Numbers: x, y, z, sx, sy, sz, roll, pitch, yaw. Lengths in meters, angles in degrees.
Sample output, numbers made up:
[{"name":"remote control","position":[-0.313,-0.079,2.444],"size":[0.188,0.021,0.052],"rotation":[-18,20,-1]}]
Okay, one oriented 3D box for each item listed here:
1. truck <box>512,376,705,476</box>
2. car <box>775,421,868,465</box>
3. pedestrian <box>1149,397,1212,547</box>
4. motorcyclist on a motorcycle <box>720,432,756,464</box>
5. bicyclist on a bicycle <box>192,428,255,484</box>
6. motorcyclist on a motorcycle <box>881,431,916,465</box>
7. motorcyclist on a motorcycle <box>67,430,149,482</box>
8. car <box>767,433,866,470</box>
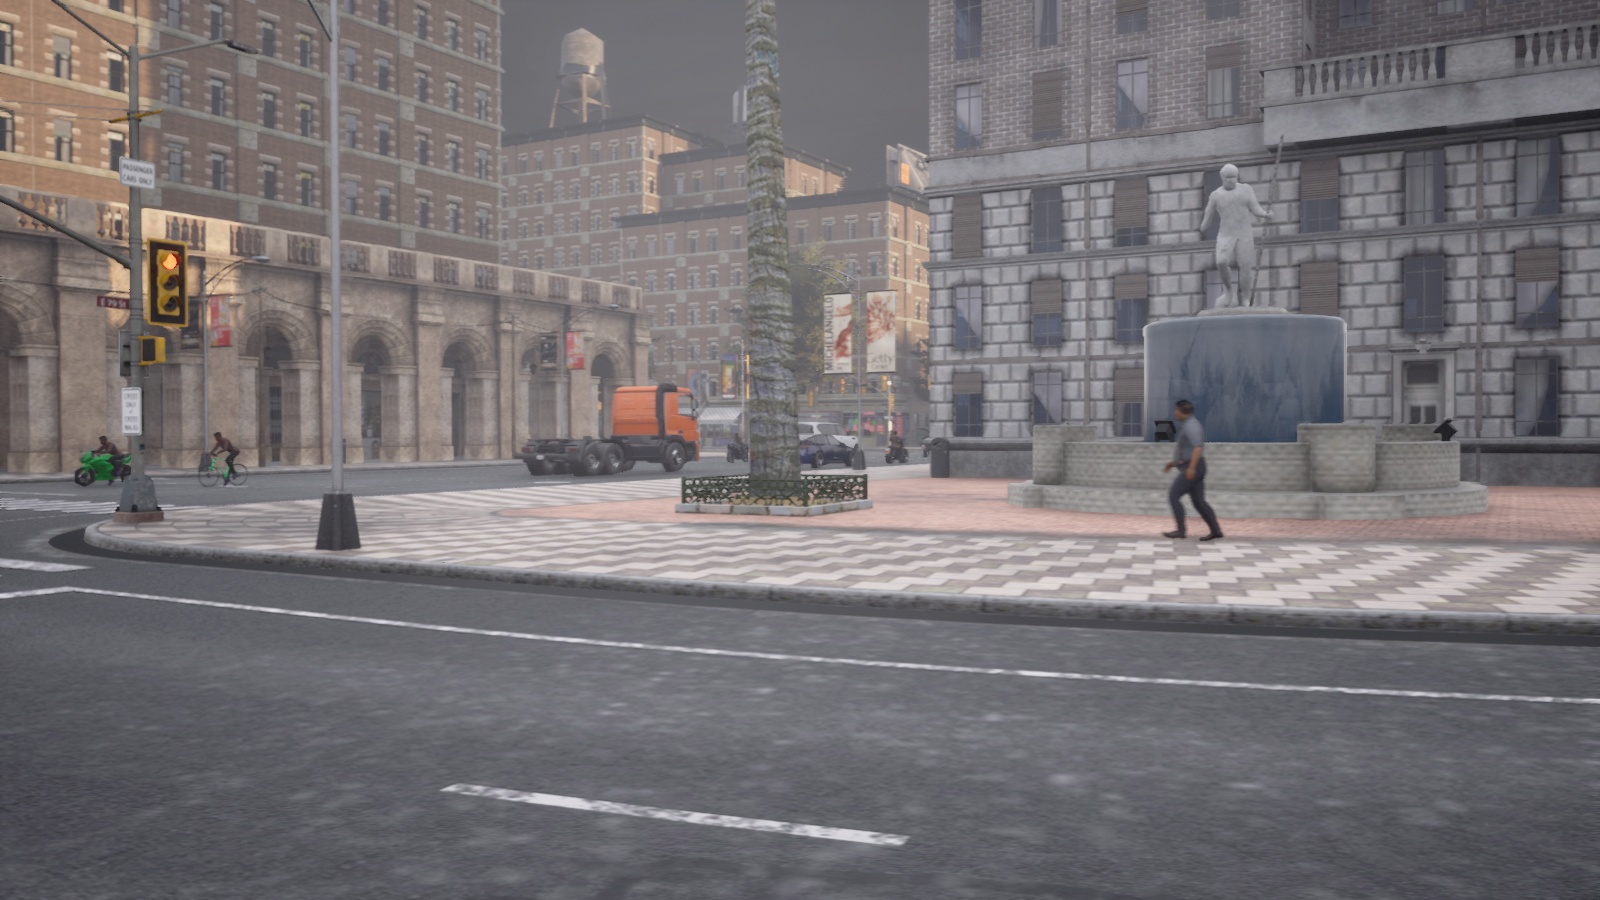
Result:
[{"name":"truck","position":[-7.069,-0.890,47.700],"size":[2.891,3.462,7.936],"rotation":[1,1,30]},{"name":"car","position":[1.134,-0.364,61.826],"size":[2.150,2.045,5.566],"rotation":[1,1,30]},{"name":"pedestrian","position":[4.819,0.269,15.890],"size":[0.694,1.848,0.540],"rotation":[1,1,22]},{"name":"motorcyclist on a motorcycle","position":[-3.016,-0.115,61.625],"size":[0.797,1.523,2.044],"rotation":[1,1,30]},{"name":"bicyclist on a bicycle","position":[-17.151,0.155,37.417],"size":[0.582,1.620,1.656],"rotation":[1,1,31]},{"name":"motorcyclist on a motorcycle","position":[4.801,-0.108,61.194],"size":[0.766,1.649,2.350],"rotation":[1,1,30]},{"name":"motorcyclist on a motorcycle","position":[-20.846,0.162,37.881],"size":[0.797,1.523,2.044],"rotation":[1,1,30]},{"name":"car","position":[0.767,0.028,54.178],"size":[2.163,1.488,4.792],"rotation":[1,1,30]}]
